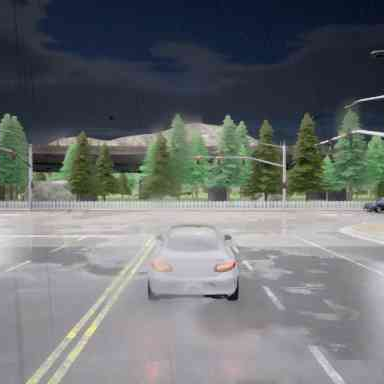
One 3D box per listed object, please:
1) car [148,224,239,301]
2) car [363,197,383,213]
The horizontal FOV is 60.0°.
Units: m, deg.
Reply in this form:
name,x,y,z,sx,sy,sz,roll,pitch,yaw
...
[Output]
name,x,y,z,sx,sy,sz,roll,pitch,yaw
car,0.033,1.526,8.216,1.812,1.442,4.674,0,0,0
car,20.734,1.296,35.348,4.553,1.767,2.097,0,0,0
